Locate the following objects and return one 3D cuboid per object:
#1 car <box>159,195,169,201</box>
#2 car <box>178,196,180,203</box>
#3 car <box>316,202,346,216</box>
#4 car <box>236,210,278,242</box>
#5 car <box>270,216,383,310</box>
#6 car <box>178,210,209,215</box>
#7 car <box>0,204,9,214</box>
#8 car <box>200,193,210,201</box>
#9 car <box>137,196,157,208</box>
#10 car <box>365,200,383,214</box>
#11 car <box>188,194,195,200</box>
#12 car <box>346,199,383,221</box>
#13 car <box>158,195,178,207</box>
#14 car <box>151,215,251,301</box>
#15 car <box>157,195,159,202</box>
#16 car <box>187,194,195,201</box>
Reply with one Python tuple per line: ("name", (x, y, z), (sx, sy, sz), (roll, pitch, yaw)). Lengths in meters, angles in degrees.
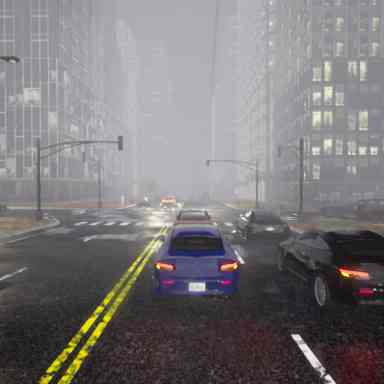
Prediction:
("car", (-6.647, 1.419, 79.361), (1.837, 1.490, 4.892), (0, 0, 0))
("car", (-3.389, 1.540, 68.228), (1.895, 1.301, 4.718), (0, 0, 0))
("car", (15.180, 1.702, 33.754), (4.718, 1.301, 1.895), (0, 1, 0))
("car", (3.325, 1.554, 16.219), (1.994, 1.385, 4.181), (0, 0, -1))
("car", (3.338, 1.522, 7.649), (1.812, 1.442, 4.674), (0, 0, 0))
("car", (0.071, 1.591, 17.379), (1.895, 1.301, 4.718), (0, 0, 0))
("car", (-19.811, 1.441, 31.081), (4.718, 1.301, 1.895), (1, 1, 1))
("car", (3.105, 1.141, 78.761), (2.150, 2.045, 5.566), (0, 0, 0))
("car", (-6.684, 1.511, 47.998), (2.033, 1.411, 5.357), (0, 0, 0))
("car", (21.744, 1.642, 36.264), (4.829, 1.417, 1.752), (1, 0, 1))
("car", (-0.165, 1.263, 89.144), (1.812, 1.442, 4.674), (0, 0, 0))
("car", (16.151, 1.518, 27.967), (5.009, 1.841, 2.192), (1, 0, 1))
("car", (-3.434, 1.440, 49.273), (1.882, 1.535, 5.008), (0, 0, 0))
("car", (0.087, 1.521, 8.213), (1.812, 1.442, 4.674), (0, 0, 0))
("car", (-6.662, 1.450, 64.410), (1.837, 1.490, 4.892), (0, 0, 0))
("car", (-0.146, 1.511, 79.171), (1.895, 1.301, 4.718), (0, 0, 0))
